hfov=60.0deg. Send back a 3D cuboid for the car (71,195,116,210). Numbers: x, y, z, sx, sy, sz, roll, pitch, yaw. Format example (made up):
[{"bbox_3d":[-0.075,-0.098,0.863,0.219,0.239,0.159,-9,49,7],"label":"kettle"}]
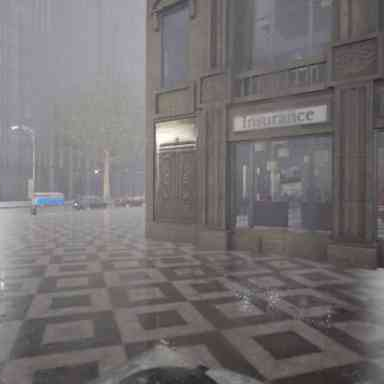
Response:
[{"bbox_3d":[-10.747,1.278,35.820,1.947,1.339,4.313,1,2,36],"label":"car"}]

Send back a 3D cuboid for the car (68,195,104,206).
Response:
[{"bbox_3d":[-14.384,1.125,45.354,2.008,1.369,4.403,1,2,36],"label":"car"}]

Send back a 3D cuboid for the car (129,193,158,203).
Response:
[{"bbox_3d":[-7.911,0.947,54.332,1.752,1.417,4.829,2,2,36],"label":"car"}]

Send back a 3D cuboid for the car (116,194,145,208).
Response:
[{"bbox_3d":[-7.462,1.187,40.376,1.887,1.381,4.507,2,2,36],"label":"car"}]

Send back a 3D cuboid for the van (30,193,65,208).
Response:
[{"bbox_3d":[-17.667,0.986,40.794,1.690,1.788,3.998,1,1,36],"label":"van"}]
